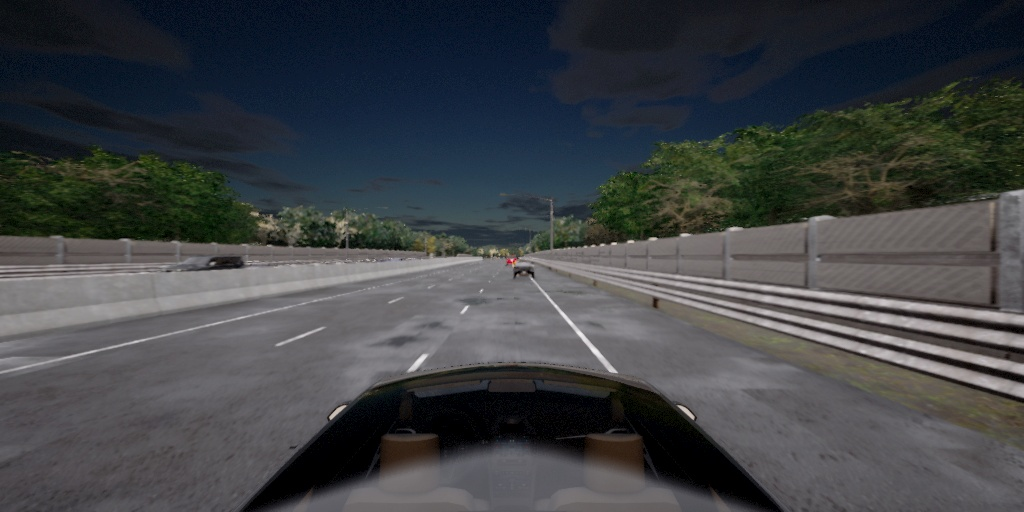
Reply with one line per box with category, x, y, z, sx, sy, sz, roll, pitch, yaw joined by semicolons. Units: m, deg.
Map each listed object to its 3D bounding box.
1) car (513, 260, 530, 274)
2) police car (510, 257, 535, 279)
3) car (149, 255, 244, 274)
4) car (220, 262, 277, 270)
car;1.044;1.220;42.953;1.882;1.535;5.008;0;0;0
police car;1.045;1.180;33.064;1.930;1.638;5.238;0;0;0
car;-21.091;0.974;24.818;2.150;2.045;5.566;0;0;0
car;-17.586;1.318;25.111;1.994;1.385;4.181;0;0;0
